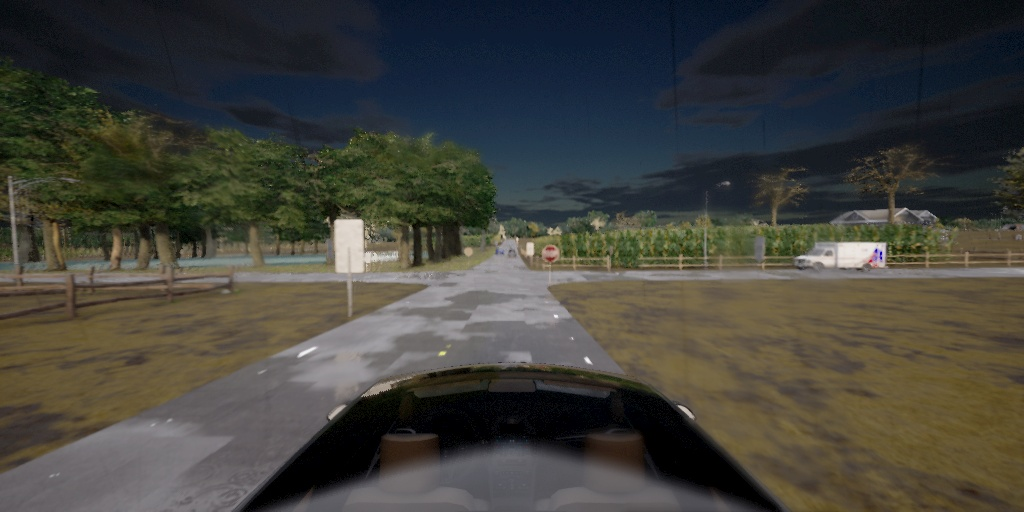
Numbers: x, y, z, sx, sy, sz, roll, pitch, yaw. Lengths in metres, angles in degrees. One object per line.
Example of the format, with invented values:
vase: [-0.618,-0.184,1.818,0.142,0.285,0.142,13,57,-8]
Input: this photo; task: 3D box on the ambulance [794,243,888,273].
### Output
ambulance: [27.780,0.114,30.547,6.366,2.431,2.351,-1,3,0]
